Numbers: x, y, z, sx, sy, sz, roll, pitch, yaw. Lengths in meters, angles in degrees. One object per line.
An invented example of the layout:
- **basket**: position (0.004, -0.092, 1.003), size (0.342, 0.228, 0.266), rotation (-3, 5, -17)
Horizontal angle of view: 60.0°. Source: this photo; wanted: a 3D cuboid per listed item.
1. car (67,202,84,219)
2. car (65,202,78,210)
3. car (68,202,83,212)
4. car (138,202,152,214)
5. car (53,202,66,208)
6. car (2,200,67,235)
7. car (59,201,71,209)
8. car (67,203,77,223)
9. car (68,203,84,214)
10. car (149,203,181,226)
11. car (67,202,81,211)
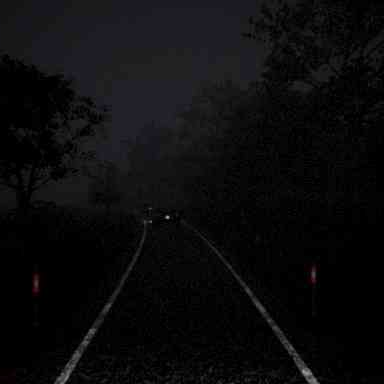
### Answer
- **car**: position (-12.403, 2.033, 32.823), size (2.231, 1.521, 4.892), rotation (2, -2, -12)
- **car**: position (-23.698, 2.754, 65.151), size (2.002, 1.452, 4.674), rotation (0, -1, -25)
- **car**: position (-18.963, 2.458, 54.192), size (2.231, 1.521, 4.892), rotation (0, -1, -20)
- **car**: position (-5.483, 1.940, 41.174), size (1.994, 1.385, 4.181), rotation (-1, -1, -16)
- **car**: position (-31.726, 3.092, 79.752), size (2.002, 1.452, 4.674), rotation (1, -1, -33)
- **car**: position (-10.318, 1.582, 21.809), size (2.435, 2.045, 5.566), rotation (2, -2, -9)
- **car**: position (-28.494, 2.906, 74.530), size (2.097, 1.535, 5.008), rotation (-2, -1, -27)
- **car**: position (-11.271, 1.933, 27.348), size (2.231, 1.521, 4.892), rotation (2, -2, -11)
- **car**: position (-16.817, 2.327, 48.241), size (2.097, 1.535, 5.008), rotation (0, -1, -19)
- **car**: position (-1.940, 1.714, 24.654), size (1.994, 1.385, 4.181), rotation (0, 0, -8)
- **car**: position (-21.139, 2.590, 59.469), size (2.097, 1.535, 5.008), rotation (0, -2, -23)
